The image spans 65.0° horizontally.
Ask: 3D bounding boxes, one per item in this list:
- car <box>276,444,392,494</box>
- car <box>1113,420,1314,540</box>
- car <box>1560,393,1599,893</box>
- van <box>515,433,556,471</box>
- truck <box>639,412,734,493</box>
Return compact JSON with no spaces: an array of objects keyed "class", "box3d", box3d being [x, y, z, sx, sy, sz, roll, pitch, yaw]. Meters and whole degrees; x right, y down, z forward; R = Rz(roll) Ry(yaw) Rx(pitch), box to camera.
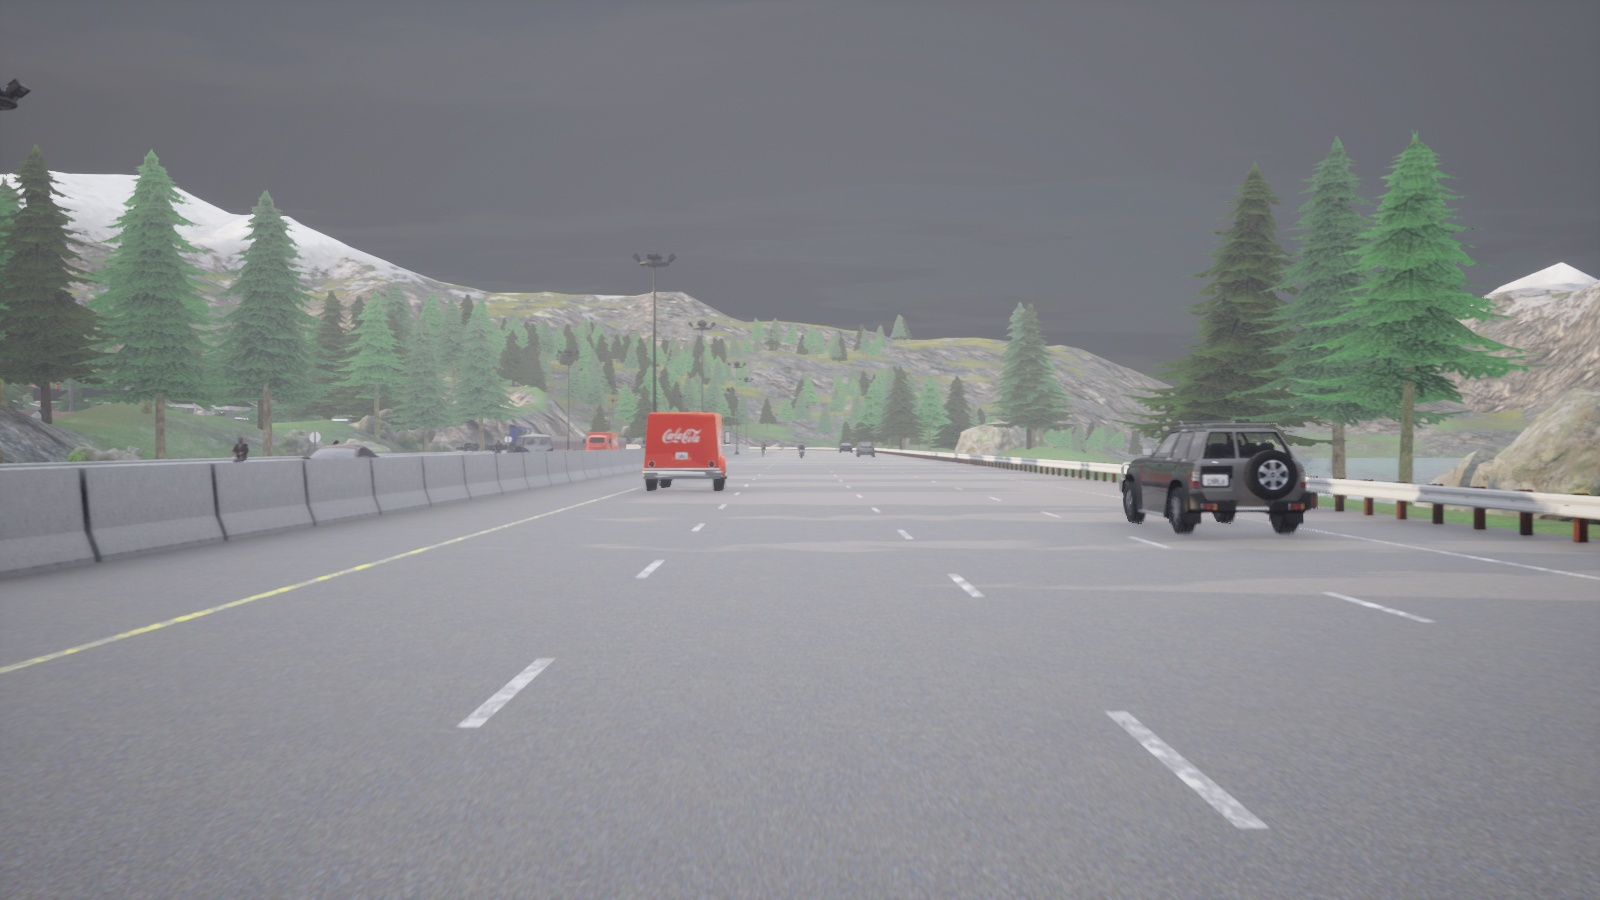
[{"class":"car","box3d":[-14.087,0.547,38.279,1.812,1.442,4.674,0,0,0]},{"class":"car","box3d":[6.961,0.446,21.678,1.932,1.855,4.605,0,0,0]},{"class":"car","box3d":[3.512,0.634,2.274,1.851,1.617,3.988,0,0,0]},{"class":"van","box3d":[-14.678,0.099,69.446,1.775,1.987,4.442,0,0,-17]},{"class":"truck","box3d":[-3.594,0.032,40.885,2.627,2.467,5.204,0,1,0]}]
